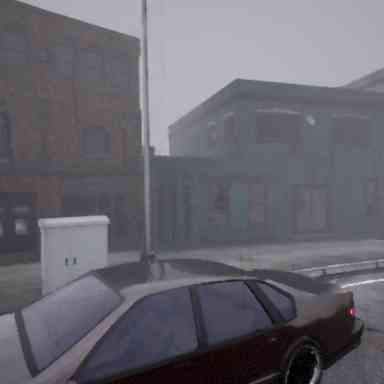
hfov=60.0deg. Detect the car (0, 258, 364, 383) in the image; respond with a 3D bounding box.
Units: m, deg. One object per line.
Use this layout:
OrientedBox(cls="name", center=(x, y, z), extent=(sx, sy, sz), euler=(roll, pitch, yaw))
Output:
OrientedBox(cls="car", center=(-0.429, 1.513, 3.519), extent=(5.357, 1.411, 2.033), euler=(0, 1, -32))
